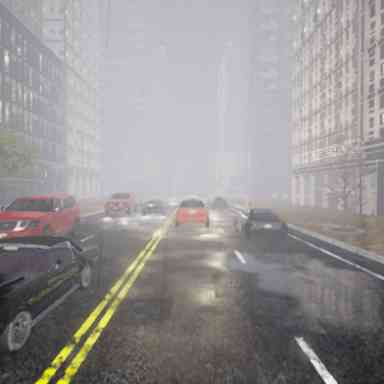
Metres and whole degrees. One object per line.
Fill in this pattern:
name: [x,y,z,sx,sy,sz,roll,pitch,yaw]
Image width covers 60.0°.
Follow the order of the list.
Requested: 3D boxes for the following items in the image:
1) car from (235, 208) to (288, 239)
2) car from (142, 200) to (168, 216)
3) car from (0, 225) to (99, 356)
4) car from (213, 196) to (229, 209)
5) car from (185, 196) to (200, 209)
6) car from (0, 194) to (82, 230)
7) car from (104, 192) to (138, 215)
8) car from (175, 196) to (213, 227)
car: [3.346,1.464,16.666,1.994,1.385,4.181,0,0,0]
car: [-3.291,1.380,29.965,1.994,1.385,4.181,0,0,1]
car: [-3.253,1.564,6.108,1.895,1.301,4.718,0,0,0]
car: [3.341,1.269,41.036,1.812,1.442,4.674,0,1,0]
car: [0.083,1.257,42.671,1.812,1.442,4.674,0,1,0]
car: [-6.504,1.135,14.266,2.150,2.045,5.566,0,0,0]
car: [-6.525,1.034,31.193,2.150,2.045,5.566,0,0,0]
car: [0.036,1.220,21.619,2.097,1.767,4.553,0,0,0]
